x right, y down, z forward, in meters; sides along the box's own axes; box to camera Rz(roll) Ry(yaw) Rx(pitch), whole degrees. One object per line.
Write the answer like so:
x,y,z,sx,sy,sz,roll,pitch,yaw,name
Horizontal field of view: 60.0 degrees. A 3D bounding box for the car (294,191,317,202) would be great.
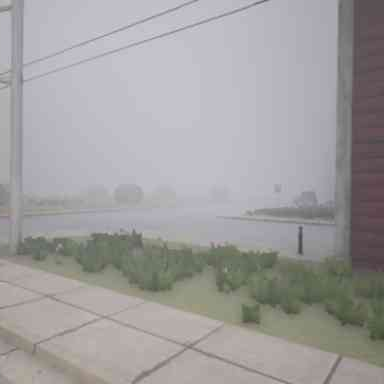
15.419,0.873,45.255,1.905,1.878,3.866,-5,0,-8,car
